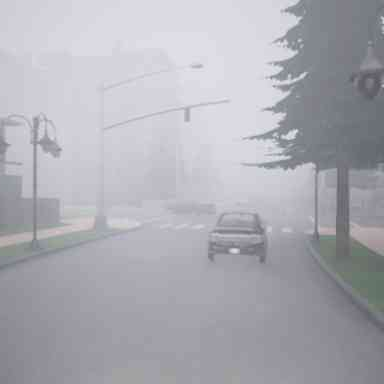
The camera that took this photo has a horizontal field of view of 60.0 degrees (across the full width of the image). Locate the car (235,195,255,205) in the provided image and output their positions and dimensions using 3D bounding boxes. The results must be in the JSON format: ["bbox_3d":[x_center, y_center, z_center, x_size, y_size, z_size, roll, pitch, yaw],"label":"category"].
[{"bbox_3d":[7.454,1.409,47.814,1.812,1.442,4.674,0,0,17],"label":"car"}]

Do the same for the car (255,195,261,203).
[{"bbox_3d":[11.915,1.342,62.712,1.837,1.490,4.892,0,0,17],"label":"car"}]

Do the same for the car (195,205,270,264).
[{"bbox_3d":[1.712,1.454,11.833,2.128,1.511,4.902,0,0,12],"label":"car"}]

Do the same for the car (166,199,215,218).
[{"bbox_3d":[-0.203,1.386,29.259,5.008,1.535,1.882,0,-1,43],"label":"car"}]
